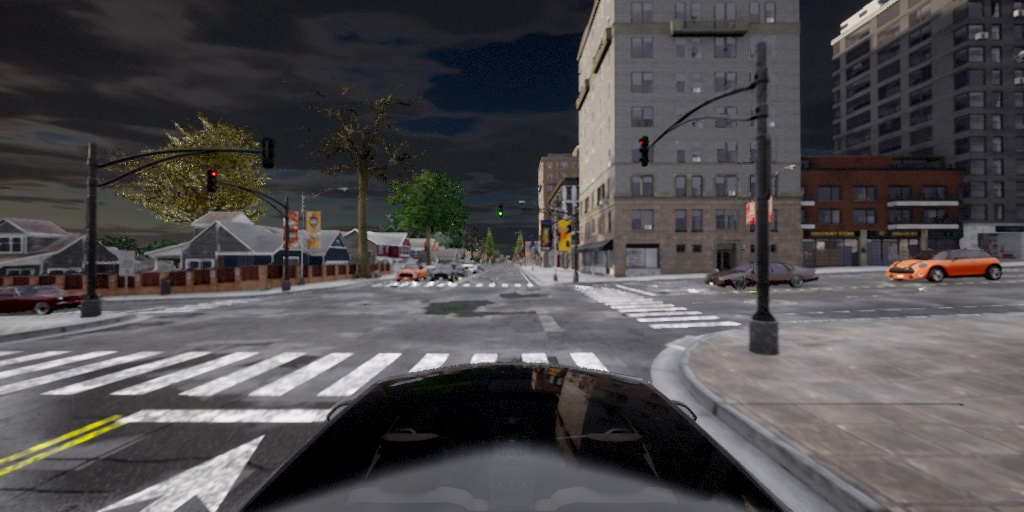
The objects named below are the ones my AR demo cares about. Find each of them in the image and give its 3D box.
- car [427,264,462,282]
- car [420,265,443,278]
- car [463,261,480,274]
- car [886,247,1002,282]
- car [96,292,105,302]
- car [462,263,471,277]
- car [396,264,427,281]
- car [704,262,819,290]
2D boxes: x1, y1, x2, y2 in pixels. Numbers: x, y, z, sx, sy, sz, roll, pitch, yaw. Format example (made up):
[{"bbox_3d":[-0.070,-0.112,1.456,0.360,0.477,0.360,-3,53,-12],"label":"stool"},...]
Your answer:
[{"bbox_3d":[-6.598,1.559,35.469,2.097,1.767,4.553,0,-1,0],"label":"car"},{"bbox_3d":[-9.857,1.861,44.265,1.812,1.442,4.674,0,-1,0],"label":"car"},{"bbox_3d":[-6.615,1.724,55.196,2.150,2.045,5.566,0,-1,0],"label":"car"},{"bbox_3d":[23.437,0.450,19.616,4.553,1.767,2.097,-2,-1,0],"label":"car"},{"bbox_3d":[-21.630,1.996,16.232,4.718,1.301,1.895,-2,-1,0],"label":"car"},{"bbox_3d":[-6.613,1.896,44.084,1.994,1.385,4.181,0,-1,0],"label":"car"},{"bbox_3d":[-9.859,1.560,35.530,2.097,1.767,4.553,0,-1,0],"label":"car"},{"bbox_3d":[13.517,1.025,19.582,5.357,1.411,2.033,-2,-1,0],"label":"car"}]
